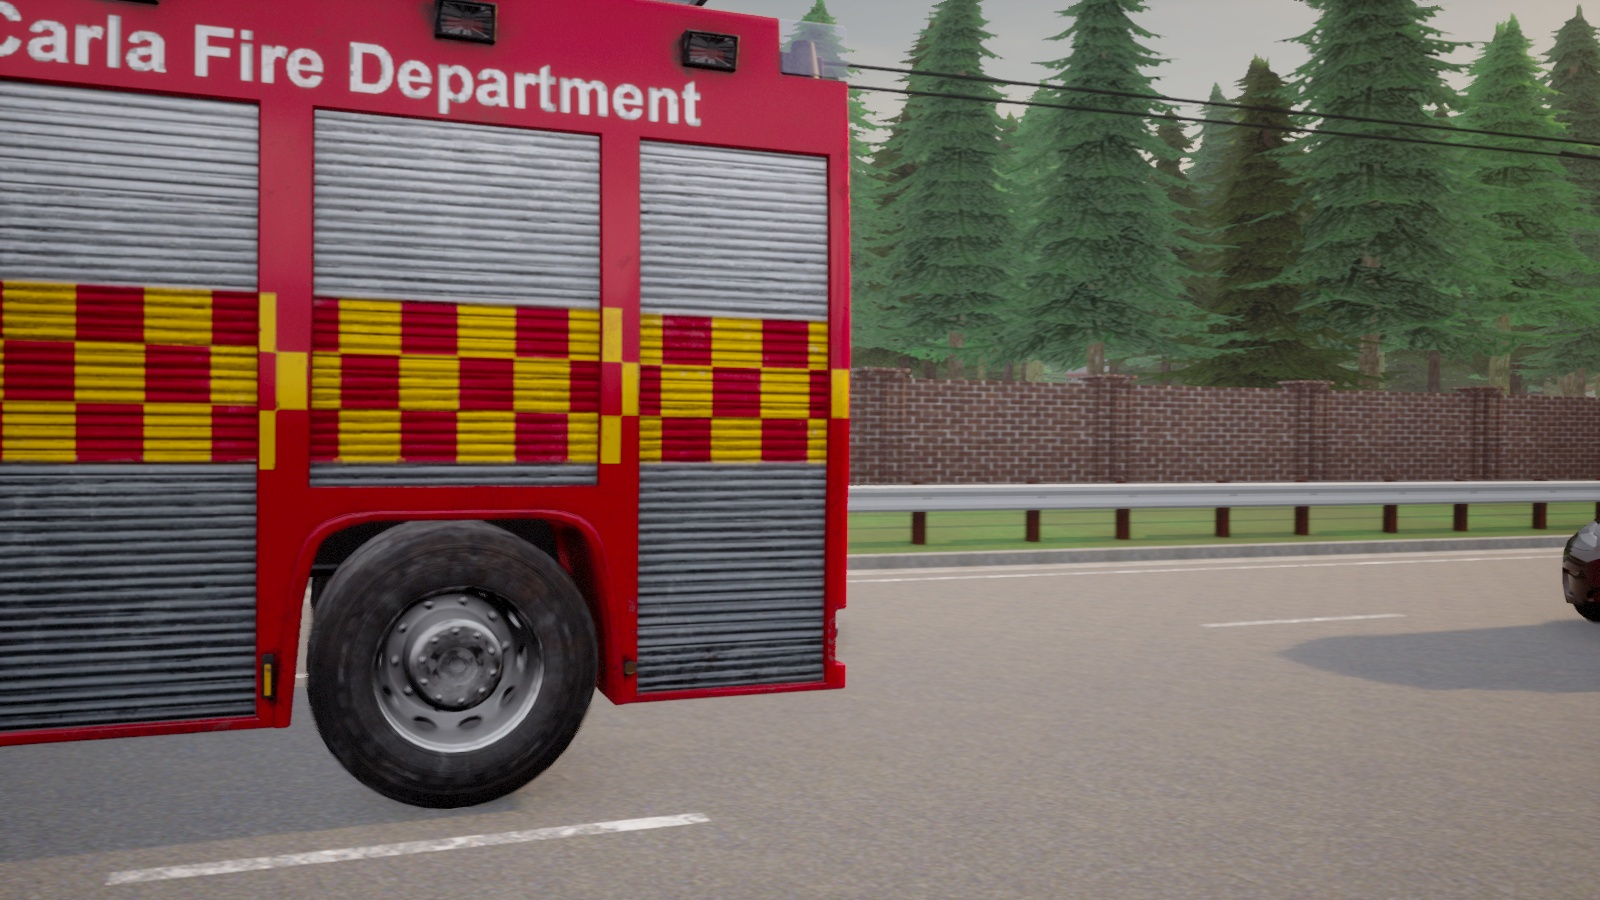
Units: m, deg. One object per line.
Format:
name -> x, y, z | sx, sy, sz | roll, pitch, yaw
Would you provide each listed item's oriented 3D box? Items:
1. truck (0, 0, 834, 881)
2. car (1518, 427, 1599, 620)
truck -> -4.345, -0.406, 5.319 | 8.468, 3.827, 2.891 | -1, 1, -21
car -> 8.568, 0.539, 10.236 | 4.792, 1.488, 2.163 | -1, 1, -21
